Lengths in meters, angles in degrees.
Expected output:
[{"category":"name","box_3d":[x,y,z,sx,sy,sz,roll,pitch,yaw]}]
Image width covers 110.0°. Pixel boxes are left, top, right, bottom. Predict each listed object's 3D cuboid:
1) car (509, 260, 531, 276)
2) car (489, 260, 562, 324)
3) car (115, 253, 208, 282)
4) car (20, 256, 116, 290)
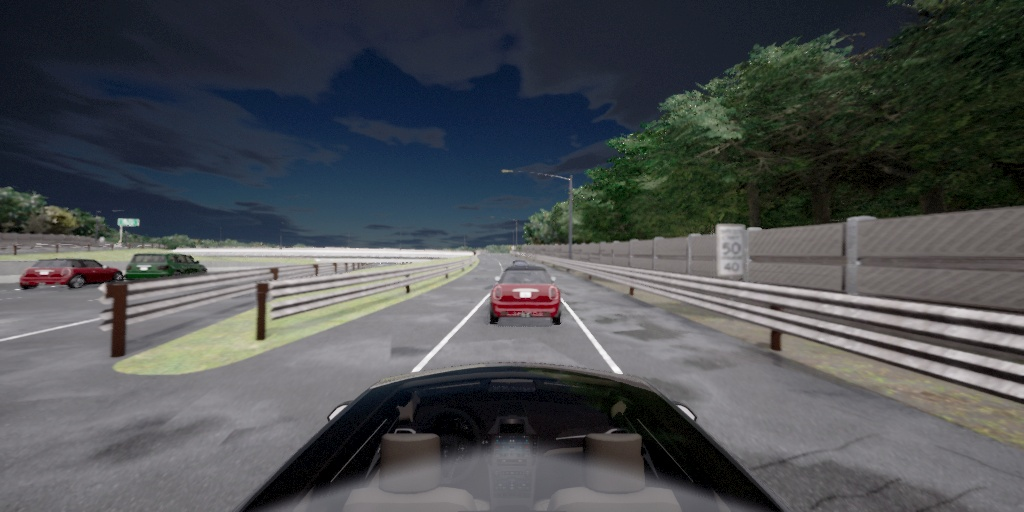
[{"category":"car","box_3d":[0.731,1.102,34.912,1.994,1.385,4.181,0,1,-1]},{"category":"car","box_3d":[0.446,1.097,12.169,2.097,1.767,4.553,0,0,2]},{"category":"car","box_3d":[-22.018,0.841,23.118,2.150,2.045,5.566,1,-1,-19]},{"category":"car","box_3d":[-24.811,0.918,20.492,2.097,1.767,4.553,1,-1,-19]}]
